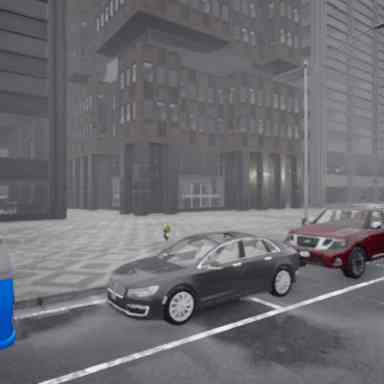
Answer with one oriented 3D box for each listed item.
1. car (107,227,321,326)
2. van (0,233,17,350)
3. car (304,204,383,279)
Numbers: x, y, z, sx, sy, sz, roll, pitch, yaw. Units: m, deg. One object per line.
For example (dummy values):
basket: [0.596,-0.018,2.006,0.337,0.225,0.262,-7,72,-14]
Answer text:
car: [0.442,1.551,6.972,4.403,1.369,2.008,0,0,-36]
van: [-4.148,1.342,3.693,3.998,1.788,1.690,0,0,-36]
car: [5.031,1.315,10.252,5.009,1.841,2.192,0,0,-36]
